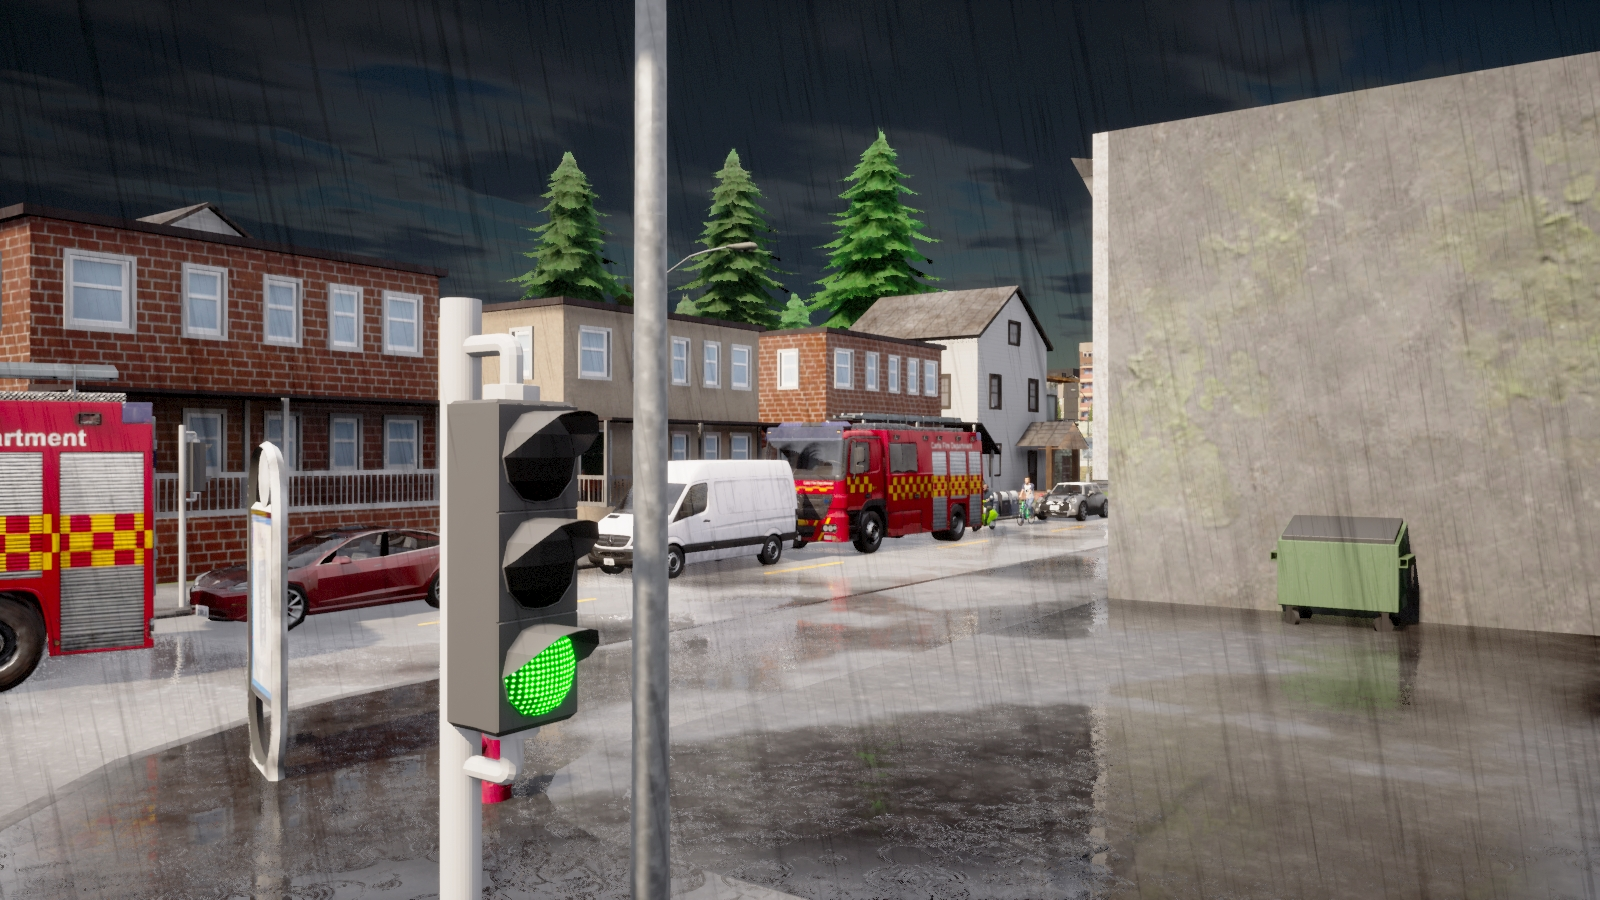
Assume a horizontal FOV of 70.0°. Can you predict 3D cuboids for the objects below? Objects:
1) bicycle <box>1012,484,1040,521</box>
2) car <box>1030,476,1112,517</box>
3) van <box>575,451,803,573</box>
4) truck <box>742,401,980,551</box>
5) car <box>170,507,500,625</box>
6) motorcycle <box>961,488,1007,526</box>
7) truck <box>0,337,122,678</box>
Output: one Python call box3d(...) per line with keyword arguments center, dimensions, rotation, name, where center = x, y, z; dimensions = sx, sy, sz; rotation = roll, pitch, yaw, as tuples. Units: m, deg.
box3d(center=(8.406, 1.928, 42.476), dimensions=(0.373, 1.296, 1.643), rotation=(0, 0, 35), name="bicycle")
box3d(center=(11.003, 1.837, 46.179), dimensions=(1.970, 1.475, 3.806), rotation=(0, 0, 35), name="car")
box3d(center=(-2.442, 1.307, 26.996), dimensions=(1.988, 2.561, 5.915), rotation=(0, 0, 35), name="van")
box3d(center=(2.054, 0.663, 33.403), dimensions=(2.891, 3.827, 8.468), rotation=(0, 0, 35), name="truck")
box3d(center=(-7.727, 1.835, 19.462), dimensions=(2.163, 1.488, 4.792), rotation=(0, 0, 35), name="car")
box3d(center=(6.398, 1.954, 39.613), dimensions=(0.856, 1.236, 1.805), rotation=(0, 0, 35), name="motorcycle")
box3d(center=(-12.346, 0.662, 12.438), dimensions=(8.468, 3.827, 2.891), rotation=(0, 0, -32), name="truck")
